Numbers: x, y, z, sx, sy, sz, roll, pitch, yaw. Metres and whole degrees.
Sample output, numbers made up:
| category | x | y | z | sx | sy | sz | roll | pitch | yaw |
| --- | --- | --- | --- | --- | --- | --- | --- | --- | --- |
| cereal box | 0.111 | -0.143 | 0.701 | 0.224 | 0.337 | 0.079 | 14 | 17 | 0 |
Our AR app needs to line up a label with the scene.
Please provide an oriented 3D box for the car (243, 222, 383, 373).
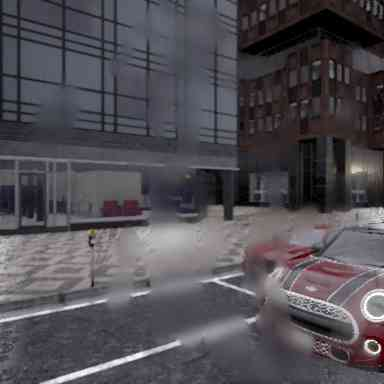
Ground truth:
| category | x | y | z | sx | sy | sz | roll | pitch | yaw |
| --- | --- | --- | --- | --- | --- | --- | --- | --- | --- |
| car | 3.296 | 1.364 | 5.714 | 4.553 | 1.767 | 2.097 | 0 | 0 | -35 |

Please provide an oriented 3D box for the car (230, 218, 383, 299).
| category | x | y | z | sx | sy | sz | roll | pitch | yaw |
| --- | --- | --- | --- | --- | --- | --- | --- | --- | --- |
| car | 3.366 | 1.559 | 9.051 | 4.507 | 1.381 | 1.887 | 0 | 0 | -35 |
